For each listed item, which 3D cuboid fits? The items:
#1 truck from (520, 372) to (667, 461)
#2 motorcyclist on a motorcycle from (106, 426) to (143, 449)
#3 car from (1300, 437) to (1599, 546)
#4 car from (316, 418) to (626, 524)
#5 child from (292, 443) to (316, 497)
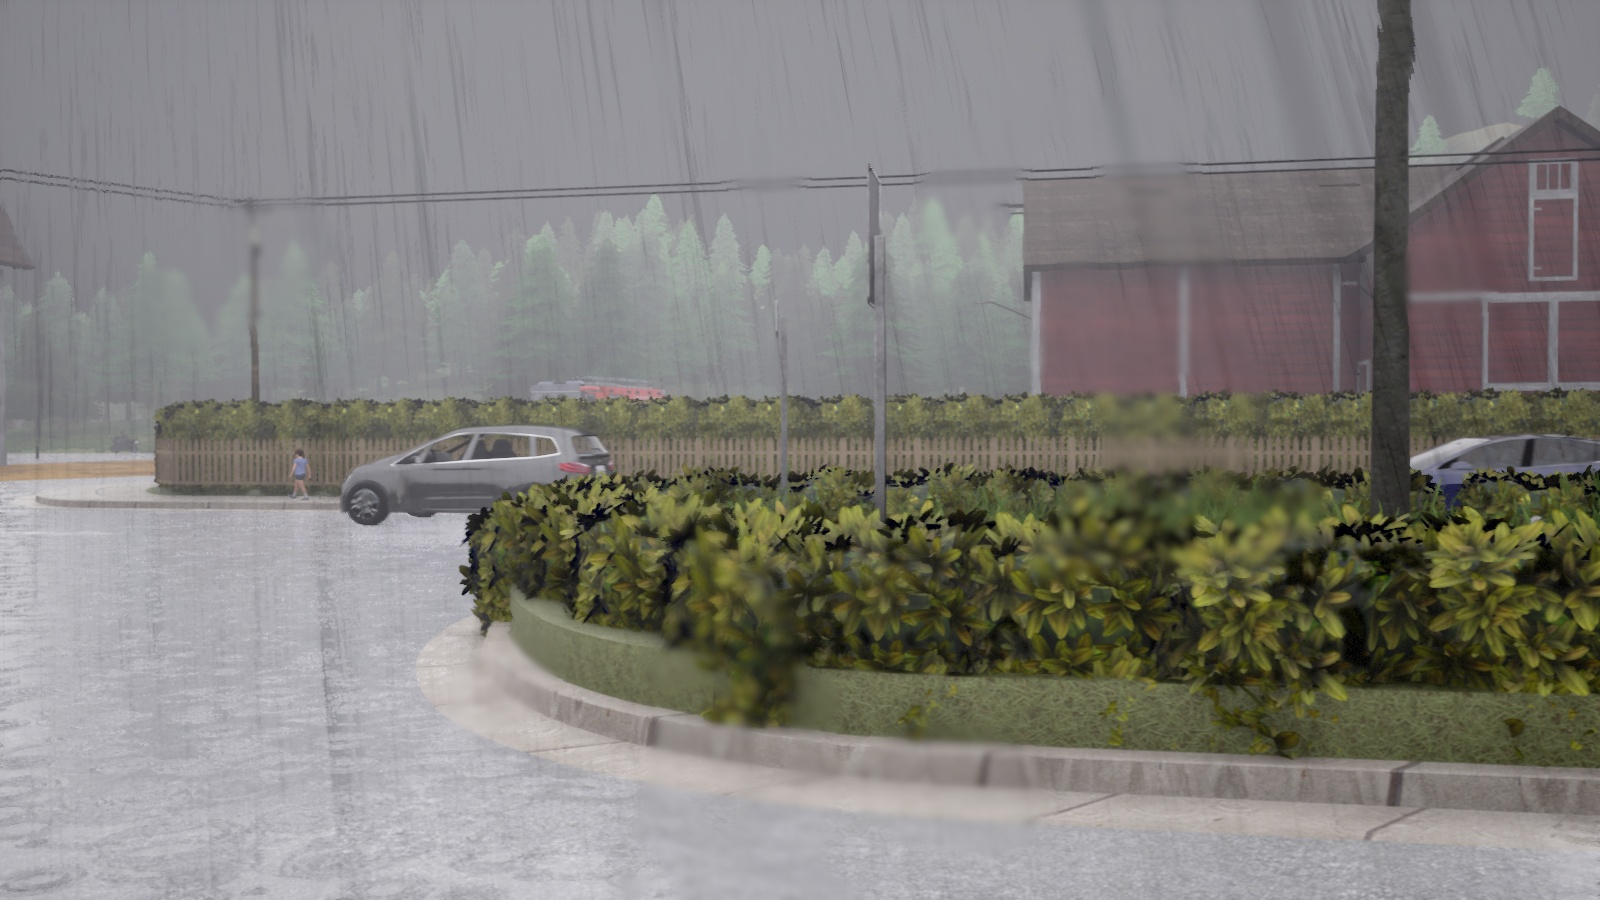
[{"bbox_3d":[-9.442,-1.522,58.510,2.891,3.827,8.468,1,1,21],"label":"truck"},{"bbox_3d":[-44.311,-0.824,82.376,2.044,1.523,0.797,0,1,11],"label":"motorcyclist on a motorcycle"},{"bbox_3d":[10.202,0.570,18.664,4.792,1.488,2.163,0,1,10],"label":"car"},{"bbox_3d":[-5.547,0.305,21.511,4.611,1.667,2.242,0,1,10],"label":"car"},{"bbox_3d":[-10.250,0.407,25.946,0.394,1.110,0.255,1,1,19],"label":"child"}]
